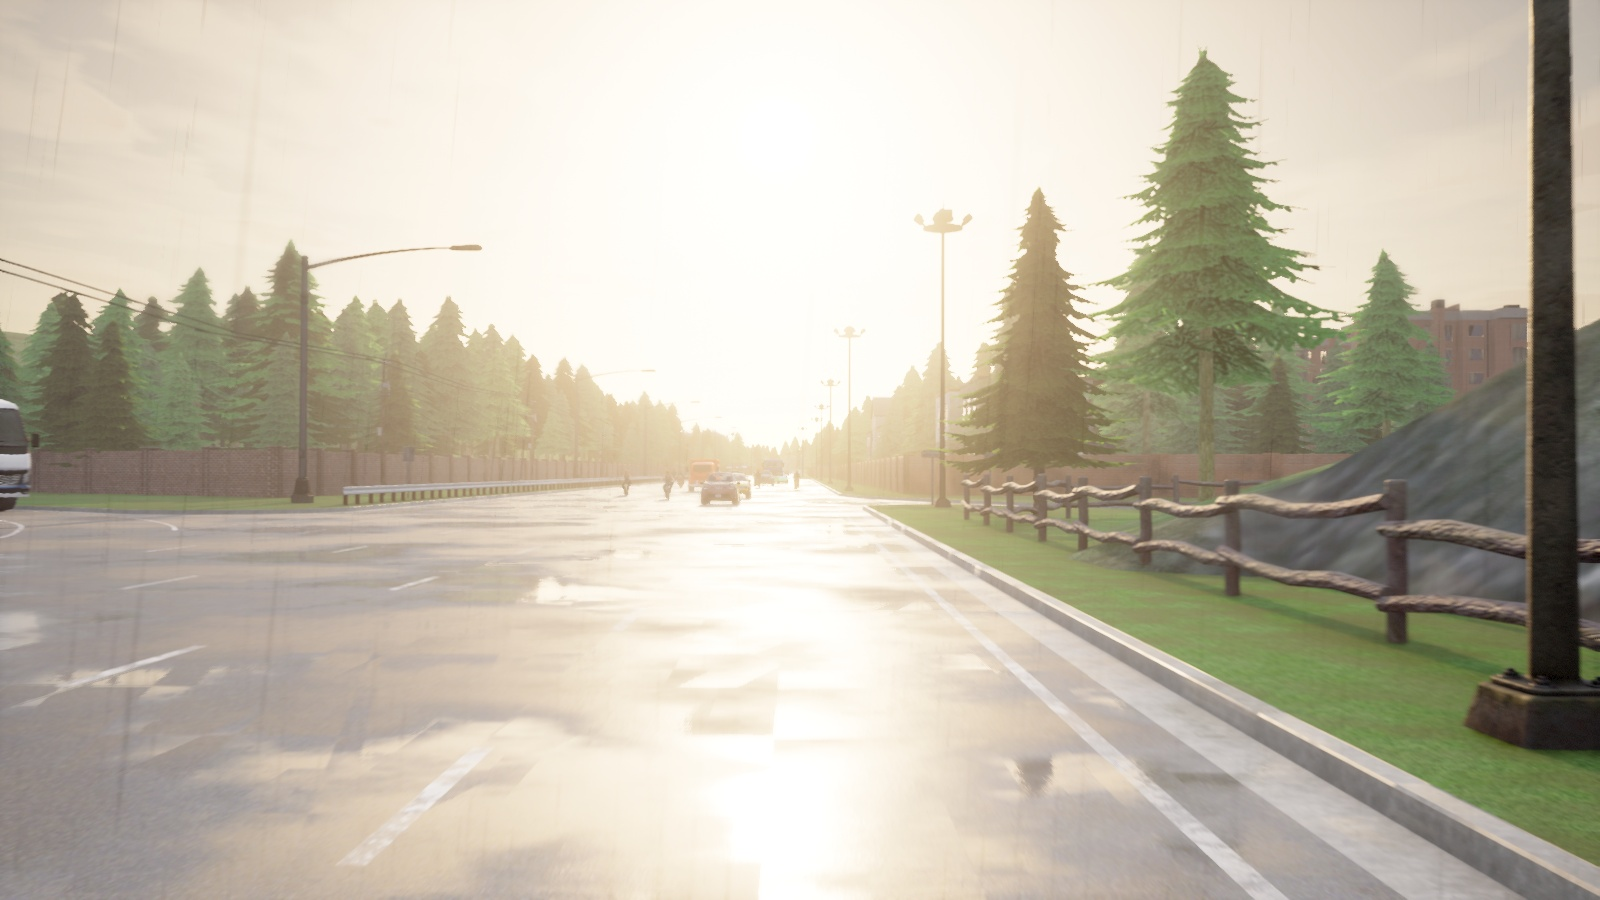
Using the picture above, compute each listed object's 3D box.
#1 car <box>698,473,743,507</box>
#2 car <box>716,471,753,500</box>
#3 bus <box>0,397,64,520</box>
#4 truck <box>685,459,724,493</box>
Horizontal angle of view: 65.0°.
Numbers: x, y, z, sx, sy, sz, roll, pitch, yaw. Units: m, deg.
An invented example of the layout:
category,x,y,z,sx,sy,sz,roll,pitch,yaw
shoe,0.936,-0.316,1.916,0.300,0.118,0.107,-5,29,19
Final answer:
category,x,y,z,sx,sy,sz,roll,pitch,yaw
car,-3.641,1.833,58.096,1.845,1.501,3.633,0,-1,0
car,-3.673,1.981,71.209,1.801,1.575,5.366,0,-1,0
bus,-32.100,0.346,45.801,10.273,4.253,3.944,-1,-1,26
truck,-7.234,1.982,95.499,2.627,2.467,5.204,0,-1,0
